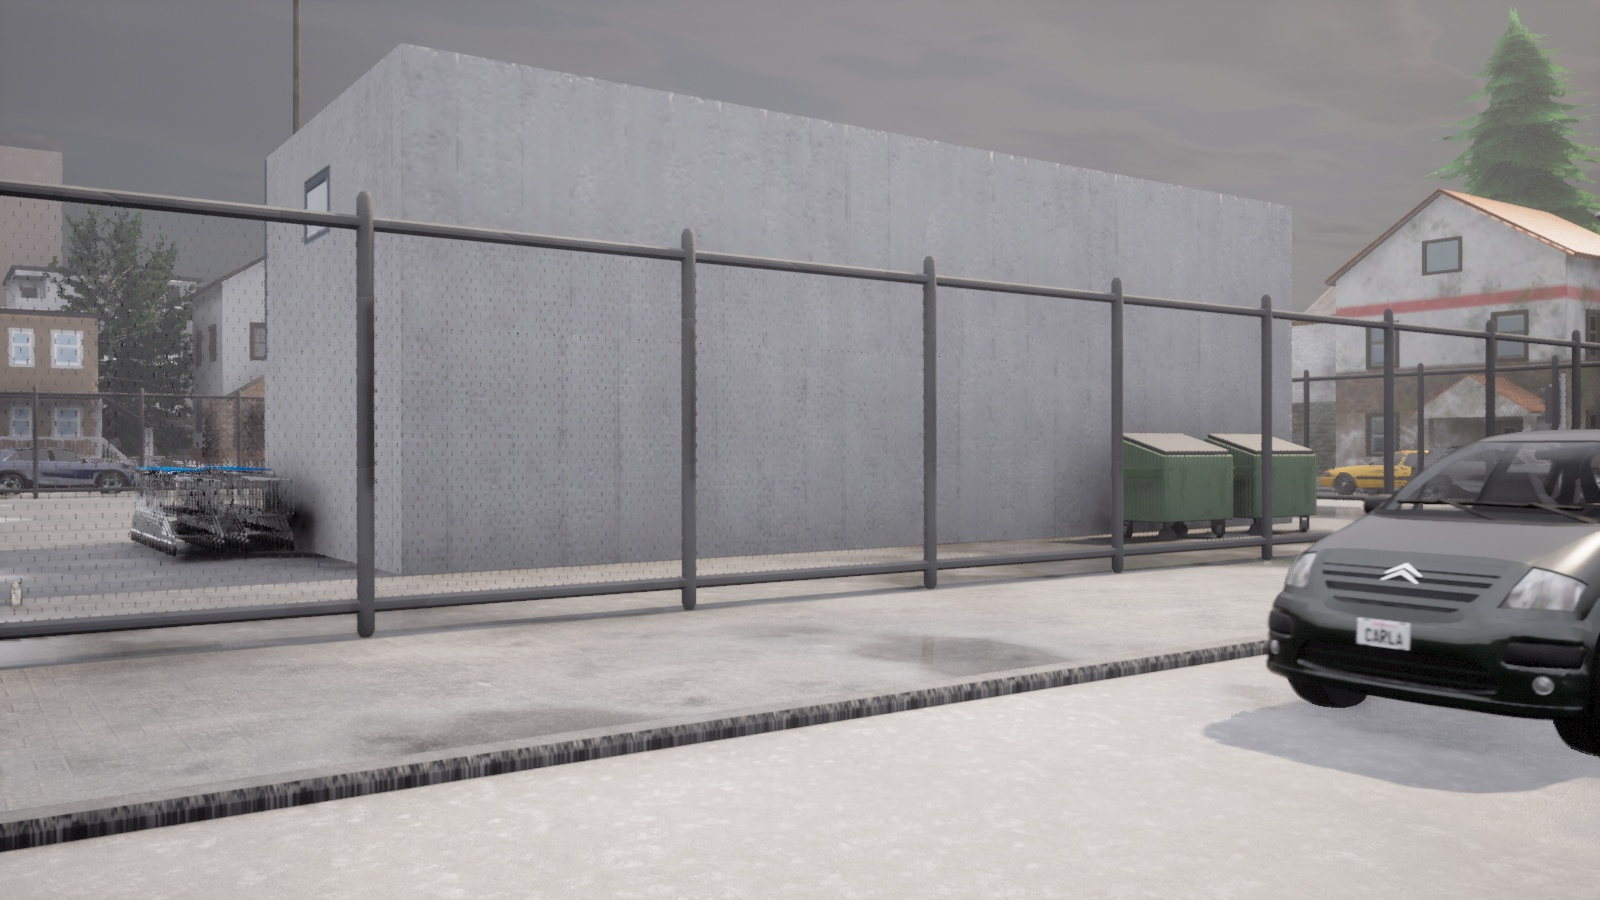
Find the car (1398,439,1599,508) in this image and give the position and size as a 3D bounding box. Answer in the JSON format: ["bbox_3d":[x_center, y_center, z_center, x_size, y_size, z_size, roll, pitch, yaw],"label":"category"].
[{"bbox_3d":[18.353,0.566,32.467,2.033,1.649,4.856,0,0,-35],"label":"car"}]

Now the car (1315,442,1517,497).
[{"bbox_3d":[18.865,0.570,38.736,1.801,1.575,5.366,0,0,-35],"label":"car"}]

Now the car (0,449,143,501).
[{"bbox_3d":[-24.910,0.815,42.176,4.856,1.649,2.033,0,0,-34],"label":"car"}]

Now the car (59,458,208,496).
[{"bbox_3d":[-24.926,0.985,47.009,4.718,1.301,1.895,0,0,-35],"label":"car"}]

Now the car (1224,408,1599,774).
[{"bbox_3d":[4.556,0.617,7.449,3.988,1.617,1.851,0,0,-35],"label":"car"}]
